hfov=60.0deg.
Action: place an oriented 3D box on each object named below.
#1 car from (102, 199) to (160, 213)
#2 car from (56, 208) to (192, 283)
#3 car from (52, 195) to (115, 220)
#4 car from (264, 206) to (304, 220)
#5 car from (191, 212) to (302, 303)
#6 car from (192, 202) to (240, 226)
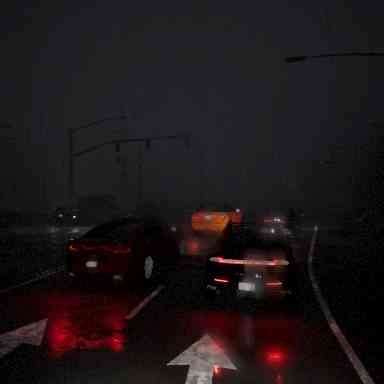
[{"bbox_3d":[-4.057,1.488,24.216,1.882,1.535,5.008,0,0,22],"label":"car"},{"bbox_3d":[-1.638,1.478,9.900,1.882,1.535,5.008,0,0,15],"label":"car"},{"bbox_3d":[-7.674,1.226,24.612,2.150,2.045,5.566,0,0,22],"label":"car"},{"bbox_3d":[4.617,1.505,17.228,1.837,1.490,4.892,0,0,21],"label":"car"},{"bbox_3d":[1.548,1.492,8.347,2.128,1.511,4.902,0,0,13],"label":"car"},{"bbox_3d":[1.568,1.352,18.892,2.097,1.767,4.553,0,0,20],"label":"car"}]
